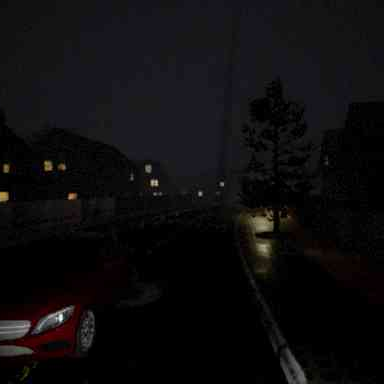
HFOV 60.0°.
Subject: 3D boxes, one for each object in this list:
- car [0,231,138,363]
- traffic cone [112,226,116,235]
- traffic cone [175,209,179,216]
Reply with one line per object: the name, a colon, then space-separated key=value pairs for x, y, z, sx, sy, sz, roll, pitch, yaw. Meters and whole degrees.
car: x=-2.234 y=1.515 z=6.139 sx=1.812 sy=1.442 sz=4.674 roll=0 pitch=0 yaw=3
traffic cone: x=-3.729 y=1.929 z=15.786 sx=0.340 sy=0.580 sz=0.340 roll=0 pitch=0 yaw=6
traffic cone: x=-1.365 y=1.884 z=30.834 sx=0.340 sy=0.580 sz=0.340 roll=0 pitch=0 yaw=12
